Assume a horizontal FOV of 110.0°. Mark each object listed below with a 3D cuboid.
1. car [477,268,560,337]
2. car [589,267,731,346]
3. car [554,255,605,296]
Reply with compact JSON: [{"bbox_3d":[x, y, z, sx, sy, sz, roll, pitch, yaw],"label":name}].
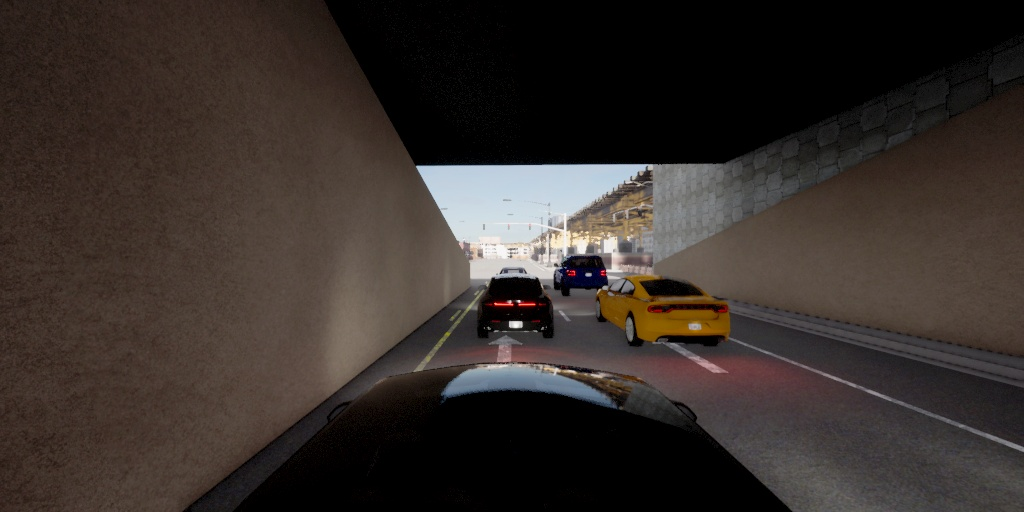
[{"bbox_3d":[0.081,1.255,10.279,1.837,1.490,4.892,0,0,0],"label":"car"},{"bbox_3d":[3.578,1.228,9.478,1.882,1.535,5.008,0,0,0],"label":"car"},{"bbox_3d":[3.578,0.971,19.448,2.150,2.045,5.566,0,0,0],"label":"car"}]
